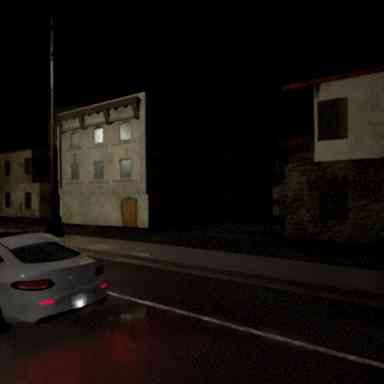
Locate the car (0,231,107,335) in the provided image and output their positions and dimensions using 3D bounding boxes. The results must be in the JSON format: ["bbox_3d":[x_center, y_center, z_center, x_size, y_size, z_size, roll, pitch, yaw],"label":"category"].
[{"bbox_3d":[-3.644,1.512,6.578,4.674,1.442,1.812,0,0,35],"label":"car"}]
